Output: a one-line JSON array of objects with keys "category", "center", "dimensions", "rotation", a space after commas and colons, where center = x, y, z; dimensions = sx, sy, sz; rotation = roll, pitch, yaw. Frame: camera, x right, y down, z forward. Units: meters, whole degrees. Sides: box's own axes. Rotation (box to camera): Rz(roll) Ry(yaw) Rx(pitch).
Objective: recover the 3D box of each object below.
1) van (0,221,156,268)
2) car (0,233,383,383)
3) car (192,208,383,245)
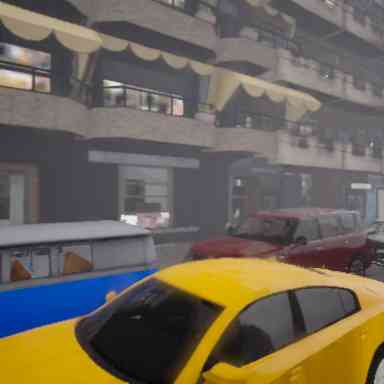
[{"category": "van", "center": [-2.361, 1.342, 4.407], "dimensions": [3.998, 1.788, 1.690], "rotation": [0, 0, -36]}, {"category": "car", "center": [0.225, 1.482, 3.234], "dimensions": [5.008, 1.535, 1.882], "rotation": [0, 0, -36]}, {"category": "car", "center": [2.145, 1.330, 7.624], "dimensions": [5.009, 1.841, 2.192], "rotation": [0, 0, -36]}]
